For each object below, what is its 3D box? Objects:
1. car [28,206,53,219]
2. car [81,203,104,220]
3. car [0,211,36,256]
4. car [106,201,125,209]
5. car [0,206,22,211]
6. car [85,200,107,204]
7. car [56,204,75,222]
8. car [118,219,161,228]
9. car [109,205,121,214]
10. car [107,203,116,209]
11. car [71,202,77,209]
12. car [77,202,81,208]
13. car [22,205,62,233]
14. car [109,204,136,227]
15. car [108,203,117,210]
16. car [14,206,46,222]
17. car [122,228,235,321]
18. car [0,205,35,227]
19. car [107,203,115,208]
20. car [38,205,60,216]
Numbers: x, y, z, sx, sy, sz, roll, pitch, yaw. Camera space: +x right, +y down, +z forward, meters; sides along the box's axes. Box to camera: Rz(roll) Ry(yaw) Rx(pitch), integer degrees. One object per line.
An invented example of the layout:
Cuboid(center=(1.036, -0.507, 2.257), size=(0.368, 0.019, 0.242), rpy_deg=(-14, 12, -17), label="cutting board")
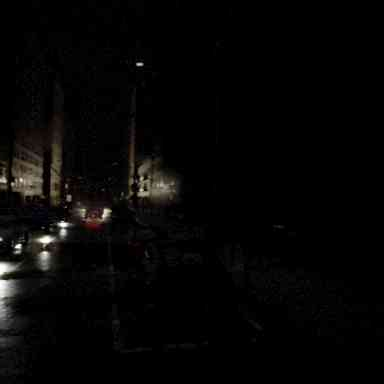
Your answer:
Cuboid(center=(-17.020, 2.245, 37.595), size=(1.802, 1.307, 4.206), rpy_deg=(1, -2, -15), label="car")
Cuboid(center=(-11.206, 2.329, 38.035), size=(1.837, 1.490, 4.892), rpy_deg=(2, -2, -14), label="car")
Cuboid(center=(-8.184, 1.729, 13.946), size=(1.812, 1.442, 4.674), rpy_deg=(2, -2, -14), label="car")
Cuboid(center=(-8.774, 2.251, 39.767), size=(2.192, 1.841, 5.009), rpy_deg=(1, -2, -15), label="car")
Cuboid(center=(-12.825, 1.744, 21.549), size=(1.967, 1.590, 4.097), rpy_deg=(1, -2, -15), label="car")
Cuboid(center=(-14.082, 2.421, 48.968), size=(2.097, 1.767, 4.553), rpy_deg=(2, -2, -14), label="car")
Cuboid(center=(-13.022, 2.184, 32.600), size=(1.994, 1.385, 4.181), rpy_deg=(2, -2, -14), label="car")
Cuboid(center=(-1.794, 1.922, 13.017), size=(1.802, 1.307, 4.206), rpy_deg=(1, -2, -15), label="car")
Cuboid(center=(-12.969, 2.862, 55.806), size=(1.947, 1.339, 4.313), rpy_deg=(1, -2, -15), label="car")
Cuboid(center=(-19.954, 3.444, 82.550), size=(2.008, 1.369, 4.403), rpy_deg=(1, -2, -15), label="car")
Cuboid(center=(-24.006, 2.828, 64.345), size=(1.947, 1.339, 4.313), rpy_deg=(1, -2, -15), label="car")
Cuboid(center=(-26.801, 3.045, 75.045), size=(1.887, 1.381, 4.507), rpy_deg=(1, -2, -15), label="car")
Cuboid(center=(-10.520, 1.881, 22.937), size=(1.882, 1.535, 5.008), rpy_deg=(2, -2, -14), label="car")
Cuboid(center=(-5.983, 2.137, 29.067), size=(1.967, 1.590, 4.097), rpy_deg=(1, -2, -15), label="car")
Cuboid(center=(-18.557, 3.319, 77.201), size=(1.887, 1.381, 4.507), rpy_deg=(1, -2, -15), label="car")
Cuboid(center=(-15.622, 2.109, 32.245), size=(1.947, 1.339, 4.313), rpy_deg=(1, -2, -15), label="car")
Cuboid(center=(-0.397, 1.773, 7.670), size=(2.008, 1.369, 4.403), rpy_deg=(1, -2, -15), label="car")
Cuboid(center=(-14.223, 1.863, 26.899), size=(1.967, 1.590, 4.097), rpy_deg=(1, -2, -15), label="car")
Cuboid(center=(-21.351, 3.577, 87.898), size=(1.947, 1.339, 4.313), rpy_deg=(1, -2, -15), label="car")
Cuboid(center=(-18.417, 2.349, 42.945), size=(1.947, 1.339, 4.313), rpy_deg=(1, -2, -15), label="car")
